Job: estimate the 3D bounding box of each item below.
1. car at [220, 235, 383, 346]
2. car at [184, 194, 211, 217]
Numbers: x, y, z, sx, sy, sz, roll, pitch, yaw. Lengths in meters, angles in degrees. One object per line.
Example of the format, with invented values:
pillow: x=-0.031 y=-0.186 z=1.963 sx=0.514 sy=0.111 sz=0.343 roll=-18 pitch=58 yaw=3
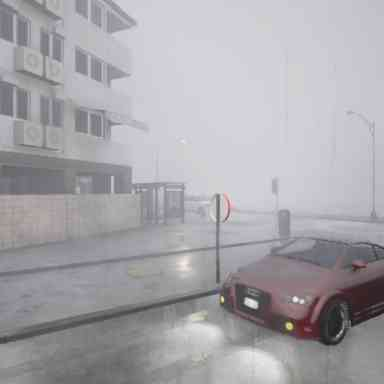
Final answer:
car: x=2.558 y=1.564 z=6.383 sx=4.181 sy=1.385 sz=1.994 roll=0 pitch=0 yaw=-35
car: x=0.652 y=1.221 z=31.642 sx=2.150 sy=2.045 sz=5.566 roll=0 pitch=0 yaw=-35
